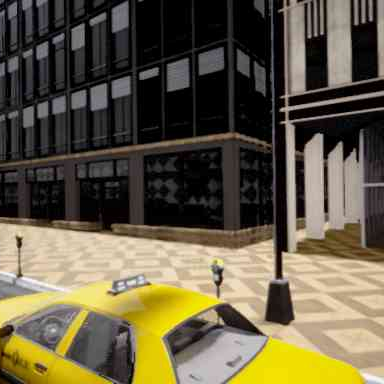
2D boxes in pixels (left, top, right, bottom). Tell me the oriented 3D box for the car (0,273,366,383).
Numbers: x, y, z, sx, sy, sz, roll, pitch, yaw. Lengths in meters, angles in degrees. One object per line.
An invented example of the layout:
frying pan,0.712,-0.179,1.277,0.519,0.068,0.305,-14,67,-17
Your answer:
car,-0.846,1.529,3.452,4.829,1.417,1.752,0,-1,36
